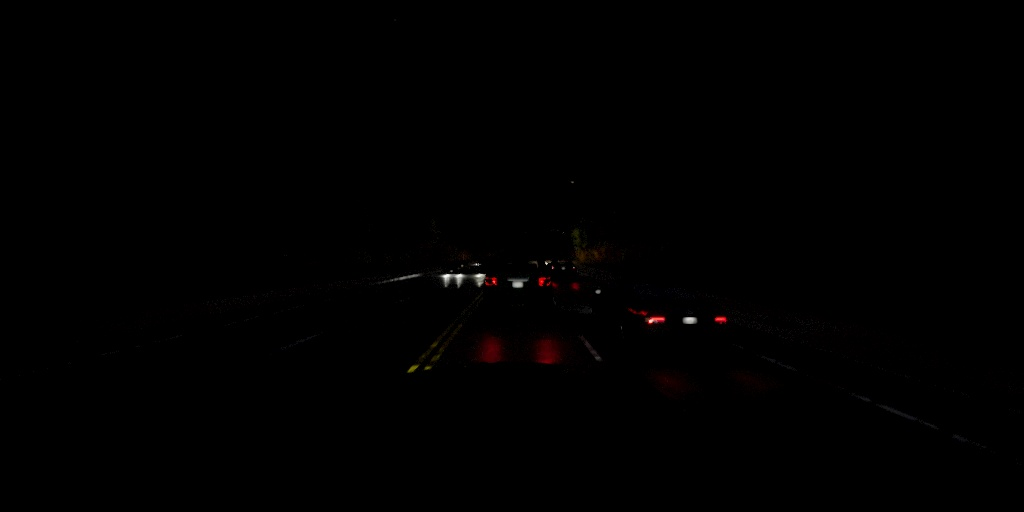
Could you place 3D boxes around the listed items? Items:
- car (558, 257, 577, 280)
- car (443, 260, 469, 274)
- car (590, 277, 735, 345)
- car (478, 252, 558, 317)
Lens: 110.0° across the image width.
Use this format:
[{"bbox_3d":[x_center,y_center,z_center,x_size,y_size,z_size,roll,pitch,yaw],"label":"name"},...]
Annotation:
[{"bbox_3d":[3.947,0.929,29.012,2.097,1.767,4.553,0,0,2],"label":"car"},{"bbox_3d":[-5.648,1.067,36.943,2.033,1.411,5.357,0,0,3],"label":"car"},{"bbox_3d":[3.404,1.252,9.294,2.033,1.411,5.357,0,0,1],"label":"car"},{"bbox_3d":[0.219,0.900,12.954,2.150,2.045,5.566,0,0,1],"label":"car"}]
